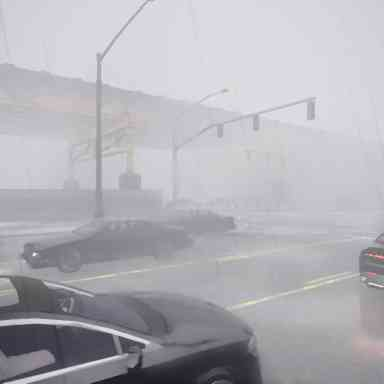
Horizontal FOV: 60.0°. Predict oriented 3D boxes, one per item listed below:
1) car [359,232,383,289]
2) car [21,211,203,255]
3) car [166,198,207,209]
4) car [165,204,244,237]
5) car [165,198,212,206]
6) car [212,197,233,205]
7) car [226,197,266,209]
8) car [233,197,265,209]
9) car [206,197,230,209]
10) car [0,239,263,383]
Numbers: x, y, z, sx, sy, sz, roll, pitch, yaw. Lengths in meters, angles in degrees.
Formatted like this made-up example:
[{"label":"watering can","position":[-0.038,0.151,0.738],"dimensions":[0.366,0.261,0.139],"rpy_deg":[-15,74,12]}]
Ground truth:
[{"label":"car","position":[5.903,1.505,7.948],"dimensions":[4.892,1.490,1.837],"rpy_deg":[0,0,-35]},{"label":"car","position":[-2.484,1.547,10.789],"dimensions":[5.357,1.411,2.033],"rpy_deg":[0,0,-35]},{"label":"car","position":[-0.582,1.295,38.025],"dimensions":[4.536,1.218,1.853],"rpy_deg":[0,0,8]},{"label":"car","position":[-0.221,1.547,16.616],"dimensions":[5.357,1.411,2.033],"rpy_deg":[0,0,-34]},{"label":"car","position":[-0.530,1.453,38.017],"dimensions":[4.974,1.542,2.038],"rpy_deg":[0,0,8]},{"label":"car","position":[3.222,1.453,40.692],"dimensions":[2.038,1.542,4.974],"rpy_deg":[0,0,18]},{"label":"car","position":[7.143,1.452,44.440],"dimensions":[4.974,1.542,2.038],"rpy_deg":[0,0,-7]},{"label":"car","position":[7.092,1.295,44.434],"dimensions":[4.536,1.218,1.853],"rpy_deg":[0,0,-7]},{"label":"car","position":[3.238,1.295,40.741],"dimensions":[1.853,1.218,4.536],"rpy_deg":[0,0,18]},{"label":"car","position":[-1.529,1.491,2.664],"dimensions":[4.902,1.511,2.128],"rpy_deg":[0,0,-35]}]
